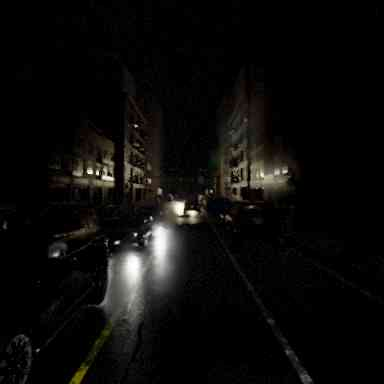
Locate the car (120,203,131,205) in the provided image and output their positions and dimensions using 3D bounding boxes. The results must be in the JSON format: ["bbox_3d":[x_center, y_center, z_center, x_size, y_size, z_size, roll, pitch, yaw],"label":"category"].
[{"bbox_3d":[-5.422,1.566,21.237,1.947,1.339,4.313,0,0,0],"label":"car"}]

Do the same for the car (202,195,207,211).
[{"bbox_3d":[2.654,1.321,37.464,2.192,1.841,5.009,0,0,0],"label":"car"}]

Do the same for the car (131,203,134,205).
[{"bbox_3d":[-5.425,1.546,26.643,1.887,1.381,4.507,0,0,0],"label":"car"}]

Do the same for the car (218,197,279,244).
[{"bbox_3d":[2.692,1.319,15.839,2.192,1.841,5.009,0,0,0],"label":"car"}]

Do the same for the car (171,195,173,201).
[{"bbox_3d":[-5.450,1.586,69.893,1.802,1.307,4.206,0,0,0],"label":"car"}]

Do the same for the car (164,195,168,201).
[{"bbox_3d":[-5.441,1.568,53.674,1.947,1.339,4.313,0,0,0],"label":"car"}]

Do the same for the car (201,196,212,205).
[{"bbox_3d":[2.616,1.532,59.259,1.752,1.417,4.829,0,0,0],"label":"car"}]

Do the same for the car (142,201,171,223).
[{"bbox_3d":[-2.856,1.603,25.619,1.895,1.301,4.718,0,0,0],"label":"car"}]

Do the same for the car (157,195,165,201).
[{"bbox_3d":[-5.438,1.553,48.268,2.008,1.369,4.403,0,0,0],"label":"car"}]

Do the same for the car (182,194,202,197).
[{"bbox_3d":[-0.022,1.498,47.446,2.128,1.511,4.902,0,0,0],"label":"car"}]

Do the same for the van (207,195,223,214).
[{"bbox_3d":[2.663,1.346,32.057,1.690,1.788,3.998,0,0,0],"label":"van"}]

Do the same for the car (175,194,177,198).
[{"bbox_3d":[-5.456,1.555,80.706,2.008,1.369,4.403,0,0,0],"label":"car"}]

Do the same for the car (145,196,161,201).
[{"bbox_3d":[-5.434,1.527,42.693,1.752,1.417,4.829,0,0,0],"label":"car"}]

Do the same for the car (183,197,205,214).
[{"bbox_3d":[0.024,1.552,35.705,2.033,1.411,5.357,0,0,0],"label":"car"}]

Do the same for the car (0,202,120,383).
[{"bbox_3d":[-2.852,1.221,5.153,2.150,2.045,5.566,0,0,0],"label":"car"}]

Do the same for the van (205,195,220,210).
[{"bbox_3d":[2.645,1.347,42.870,1.690,1.788,3.998,0,0,0],"label":"van"}]

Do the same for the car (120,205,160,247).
[{"bbox_3d":[-2.867,1.549,15.402,2.033,1.411,5.357,0,0,0],"label":"car"}]

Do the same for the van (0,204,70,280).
[{"bbox_3d":[-5.416,1.340,10.424,1.690,1.788,3.998,0,0,0],"label":"van"}]

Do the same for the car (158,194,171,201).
[{"bbox_3d":[-5.444,1.318,59.081,2.192,1.841,5.009,0,0,0],"label":"car"}]

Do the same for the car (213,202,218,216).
[{"bbox_3d":[2.682,1.555,21.245,2.008,1.369,4.403,0,0,0],"label":"car"}]
